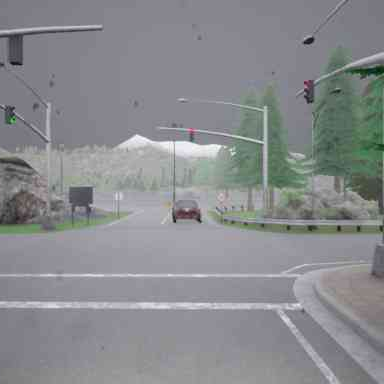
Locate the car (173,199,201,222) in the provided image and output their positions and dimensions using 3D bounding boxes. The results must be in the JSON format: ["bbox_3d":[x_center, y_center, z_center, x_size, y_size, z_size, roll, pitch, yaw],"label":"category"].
[{"bbox_3d":[-0.428,1.349,26.272,2.097,1.767,4.553,0,0,-2],"label":"car"}]
